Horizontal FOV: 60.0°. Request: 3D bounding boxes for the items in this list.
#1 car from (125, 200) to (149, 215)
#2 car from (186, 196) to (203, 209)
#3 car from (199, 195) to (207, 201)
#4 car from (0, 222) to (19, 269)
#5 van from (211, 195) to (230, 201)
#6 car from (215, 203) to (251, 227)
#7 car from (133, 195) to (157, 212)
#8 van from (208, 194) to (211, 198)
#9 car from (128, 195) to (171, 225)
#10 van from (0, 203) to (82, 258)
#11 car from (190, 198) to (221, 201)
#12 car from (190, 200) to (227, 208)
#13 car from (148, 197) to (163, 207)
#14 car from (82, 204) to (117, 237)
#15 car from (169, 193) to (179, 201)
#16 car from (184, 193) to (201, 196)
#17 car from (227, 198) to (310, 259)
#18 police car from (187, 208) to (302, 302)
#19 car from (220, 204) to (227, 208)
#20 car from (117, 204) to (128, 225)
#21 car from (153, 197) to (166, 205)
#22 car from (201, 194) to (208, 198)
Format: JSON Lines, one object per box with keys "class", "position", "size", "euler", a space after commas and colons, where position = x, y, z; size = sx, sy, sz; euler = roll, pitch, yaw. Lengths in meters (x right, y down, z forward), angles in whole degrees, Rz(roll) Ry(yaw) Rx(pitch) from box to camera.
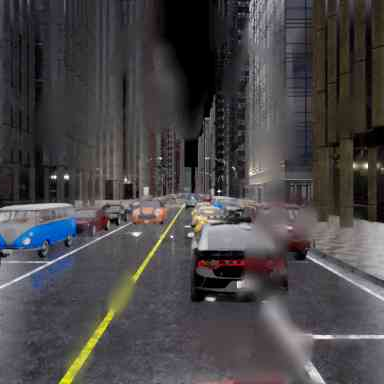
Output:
{"class": "car", "position": [-5.679, 1.585, 34.972], "size": [1.802, 1.307, 4.206], "euler": [0, 0, 0]}
{"class": "car", "position": [0.145, 1.570, 45.642], "size": [1.994, 1.385, 4.181], "euler": [0, 0, 0]}
{"class": "car", "position": [2.980, 1.582, 89.916], "size": [2.008, 1.369, 4.403], "euler": [0, 0, 0]}
{"class": "car", "position": [-5.748, 1.566, 6.880], "size": [1.947, 1.339, 4.313], "euler": [0, 0, 0]}
{"class": "van", "position": [2.832, 1.343, 29.350], "size": [1.690, 1.788, 3.998], "euler": [0, 0, 0]}
{"class": "car", "position": [2.818, 1.552, 23.731], "size": [2.008, 1.369, 4.403], "euler": [0, 0, 0]}
{"class": "car", "position": [-5.666, 1.320, 40.590], "size": [2.192, 1.841, 5.009], "euler": [0, 0, 0]}
{"class": "van", "position": [2.846, 1.344, 34.969], "size": [1.690, 1.788, 3.998], "euler": [0, 0, 0]}
{"class": "car", "position": [-2.944, 1.353, 23.966], "size": [2.097, 1.767, 4.553], "euler": [0, 0, 0]}
{"class": "van", "position": [-5.734, 1.341, 12.499], "size": [1.690, 1.788, 3.998], "euler": [0, 0, 0]}
{"class": "car", "position": [0.911, 1.457, 24.511], "size": [1.801, 1.575, 5.366], "euler": [0, 0, 0]}
{"class": "car", "position": [0.929, 1.457, 18.511], "size": [1.801, 1.575, 5.366], "euler": [0, 0, 0]}
{"class": "car", "position": [-5.638, 1.553, 51.827], "size": [1.887, 1.381, 4.507], "euler": [0, 0, 0]}
{"class": "car", "position": [-5.721, 1.545, 18.117], "size": [1.887, 1.381, 4.507], "euler": [0, 0, 0]}
{"class": "car", "position": [-5.545, 1.346, 89.918], "size": [2.192, 1.841, 5.009], "euler": [0, 0, 0]}
{"class": "car", "position": [0.148, 1.234, 60.969], "size": [2.150, 2.045, 5.566], "euler": [0, 0, 0]}
{"class": "car", "position": [2.791, 1.315, 12.493], "size": [2.192, 1.841, 5.009], "euler": [0, 0, 0]}
{"class": "police car", "position": [0.918, 1.425, 8.431], "size": [1.930, 1.638, 5.238], "euler": [0, 0, 0]}
{"class": "car", "position": [2.805, 1.566, 18.113], "size": [1.947, 1.339, 4.313], "euler": [0, 0, 0]}
{"class": "car", "position": [-5.707, 1.567, 23.735], "size": [1.947, 1.339, 4.313], "euler": [0, 0, 0]}
{"class": "car", "position": [-5.624, 1.592, 57.445], "size": [1.802, 1.307, 4.206], "euler": [0, 0, 0]}
{"class": "car", "position": [2.914, 1.328, 63.063], "size": [2.192, 1.841, 5.009], "euler": [0, 0, 0]}
